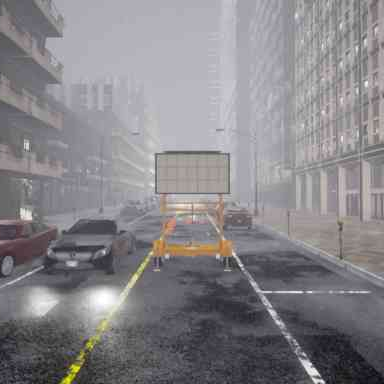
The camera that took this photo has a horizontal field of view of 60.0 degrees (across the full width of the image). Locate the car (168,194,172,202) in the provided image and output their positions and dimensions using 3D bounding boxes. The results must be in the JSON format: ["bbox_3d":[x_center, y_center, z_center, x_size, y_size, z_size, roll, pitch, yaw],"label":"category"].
[{"bbox_3d":[-5.575,1.563,65.683,2.008,1.369,4.403,1,0,0],"label":"car"}]

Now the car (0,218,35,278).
[{"bbox_3d":[-5.661,1.548,10.215,1.887,1.381,4.507,1,0,0],"label":"car"}]

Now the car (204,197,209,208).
[{"bbox_3d":[2.762,1.555,38.013,1.887,1.381,4.507,1,0,0],"label":"car"}]

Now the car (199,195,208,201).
[{"bbox_3d":[2.833,1.452,82.396,1.967,1.590,4.097,1,0,0],"label":"car"}]

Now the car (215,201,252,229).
[{"bbox_3d":[2.736,1.552,21.368,1.887,1.381,4.507,1,0,0],"label":"car"}]

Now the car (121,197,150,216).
[{"bbox_3d":[-5.625,1.450,32.402,1.967,1.590,4.097,1,0,0],"label":"car"}]

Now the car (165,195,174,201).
[{"bbox_3d":[-5.559,1.537,82.153,1.752,1.417,4.829,1,0,0],"label":"car"}]

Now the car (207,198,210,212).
[{"bbox_3d":[2.754,1.554,32.464,1.887,1.381,4.507,1,0,0],"label":"car"}]

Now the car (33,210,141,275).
[{"bbox_3d":[-2.985,1.529,10.618,1.812,1.442,4.674,0,0,0],"label":"car"}]

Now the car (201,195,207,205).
[{"bbox_3d":[2.779,1.562,49.108,2.008,1.369,4.403,1,0,0],"label":"car"}]

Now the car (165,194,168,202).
[{"bbox_3d":[-5.588,1.326,54.590,2.192,1.841,5.009,1,0,0],"label":"car"}]

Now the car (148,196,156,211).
[{"bbox_3d":[-5.618,1.555,37.950,1.887,1.381,4.507,1,0,0],"label":"car"}]

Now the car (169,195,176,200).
[{"bbox_3d":[-5.499,1.536,93.246,1.752,1.417,4.829,1,0,0],"label":"car"}]

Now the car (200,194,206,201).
[{"bbox_3d":[2.797,1.537,60.374,1.752,1.417,4.829,1,0,0],"label":"car"}]

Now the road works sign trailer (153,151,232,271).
[{"bbox_3d":[0.015,0.468,10.849,2.380,3.560,2.880,0,0,0],"label":"road works sign trailer"}]

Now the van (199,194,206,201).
[{"bbox_3d":[2.844,1.352,87.944,1.690,1.788,3.998,1,0,0],"label":"van"}]

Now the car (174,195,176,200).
[{"bbox_3d":[-5.556,1.327,76.777,2.192,1.841,5.009,1,0,0],"label":"car"}]

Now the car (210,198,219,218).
[{"bbox_3d":[2.747,1.449,26.916,1.967,1.590,4.097,1,0,0],"label":"car"}]

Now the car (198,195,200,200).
[{"bbox_3d":[2.813,1.594,71.300,1.802,1.307,4.206,1,0,0],"label":"car"}]

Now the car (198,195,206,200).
[{"bbox_3d":[2.848,1.576,93.492,1.947,1.339,4.313,1,0,0],"label":"car"}]

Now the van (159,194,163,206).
[{"bbox_3d":[-5.597,1.352,49.043,1.690,1.788,3.998,1,0,0],"label":"van"}]

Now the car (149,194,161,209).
[{"bbox_3d":[-5.607,1.451,43.497,1.967,1.590,4.097,1,0,0],"label":"car"}]

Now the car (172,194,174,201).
[{"bbox_3d":[-5.564,1.452,71.230,1.967,1.590,4.097,1,0,0],"label":"car"}]
